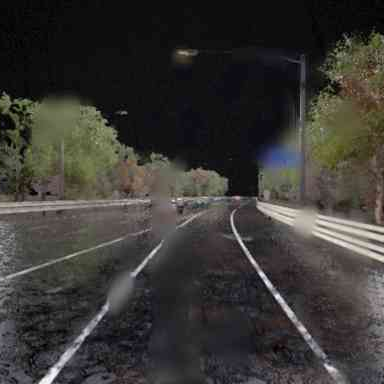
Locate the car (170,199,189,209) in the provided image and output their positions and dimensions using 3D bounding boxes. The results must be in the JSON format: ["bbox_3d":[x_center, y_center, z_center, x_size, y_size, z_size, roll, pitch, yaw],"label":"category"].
[{"bbox_3d":[-1.893,1.860,51.709,1.994,1.385,4.181,0,0,11],"label":"car"}]

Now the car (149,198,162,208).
[{"bbox_3d":[-5.320,1.791,52.434,1.837,1.490,4.892,0,0,11],"label":"car"}]

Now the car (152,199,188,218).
[{"bbox_3d":[-2.054,1.698,32.430,1.994,1.385,4.181,0,0,11],"label":"car"}]

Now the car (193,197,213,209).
[{"bbox_3d":[1.514,1.659,50.930,2.097,1.767,4.553,0,0,11],"label":"car"}]
